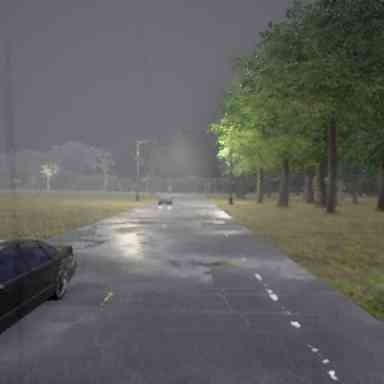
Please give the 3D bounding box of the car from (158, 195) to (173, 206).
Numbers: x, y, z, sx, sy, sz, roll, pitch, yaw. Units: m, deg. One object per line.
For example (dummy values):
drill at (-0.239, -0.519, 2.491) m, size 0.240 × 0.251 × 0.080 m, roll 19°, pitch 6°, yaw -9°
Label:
car at (-3.586, 1.119, 46.041) m, size 2.033 × 1.411 × 5.357 m, roll 0°, pitch 1°, yaw 0°

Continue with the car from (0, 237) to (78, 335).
car at (-3.603, 1.542, 5.616) m, size 2.033 × 1.411 × 5.357 m, roll 0°, pitch 0°, yaw 0°
